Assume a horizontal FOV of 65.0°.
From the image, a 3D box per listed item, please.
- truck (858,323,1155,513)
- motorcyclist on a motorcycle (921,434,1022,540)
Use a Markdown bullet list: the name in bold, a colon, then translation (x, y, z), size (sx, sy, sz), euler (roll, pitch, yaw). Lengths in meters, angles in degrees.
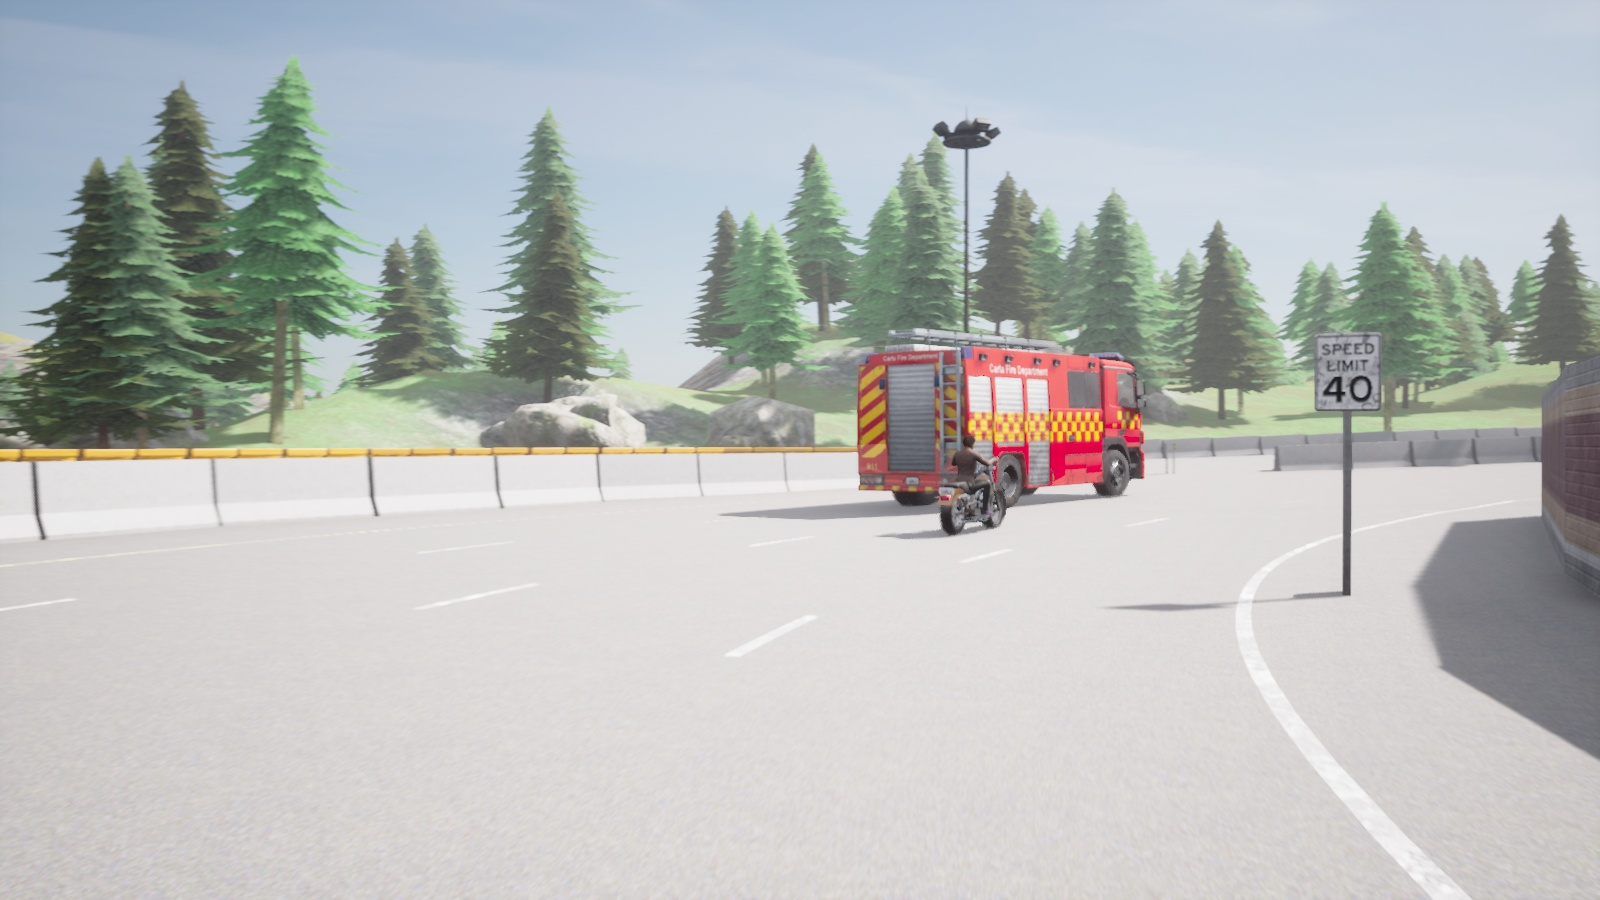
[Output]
- **truck**: translation (5.114, -0.707, 29.434), size (2.891, 3.827, 8.468), euler (0, 1, 40)
- **motorcyclist on a motorcycle**: translation (2.860, 0.569, 20.735), size (0.766, 1.649, 2.350), euler (1, 1, 31)
